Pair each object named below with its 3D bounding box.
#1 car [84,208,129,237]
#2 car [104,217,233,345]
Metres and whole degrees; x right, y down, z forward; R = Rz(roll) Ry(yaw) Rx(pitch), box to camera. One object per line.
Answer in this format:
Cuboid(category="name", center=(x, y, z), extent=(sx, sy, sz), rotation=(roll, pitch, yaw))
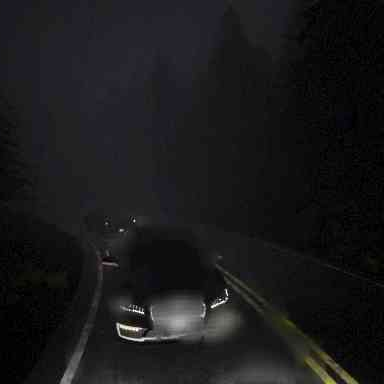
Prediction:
Cuboid(category="car", center=(-4.613, 1.608, 18.507), extent=(1.895, 1.301, 4.718), rotation=(-3, 1, -29))
Cuboid(category="car", center=(-0.638, 1.494, 6.766), extent=(1.837, 1.490, 4.892), rotation=(-1, 0, -11))
